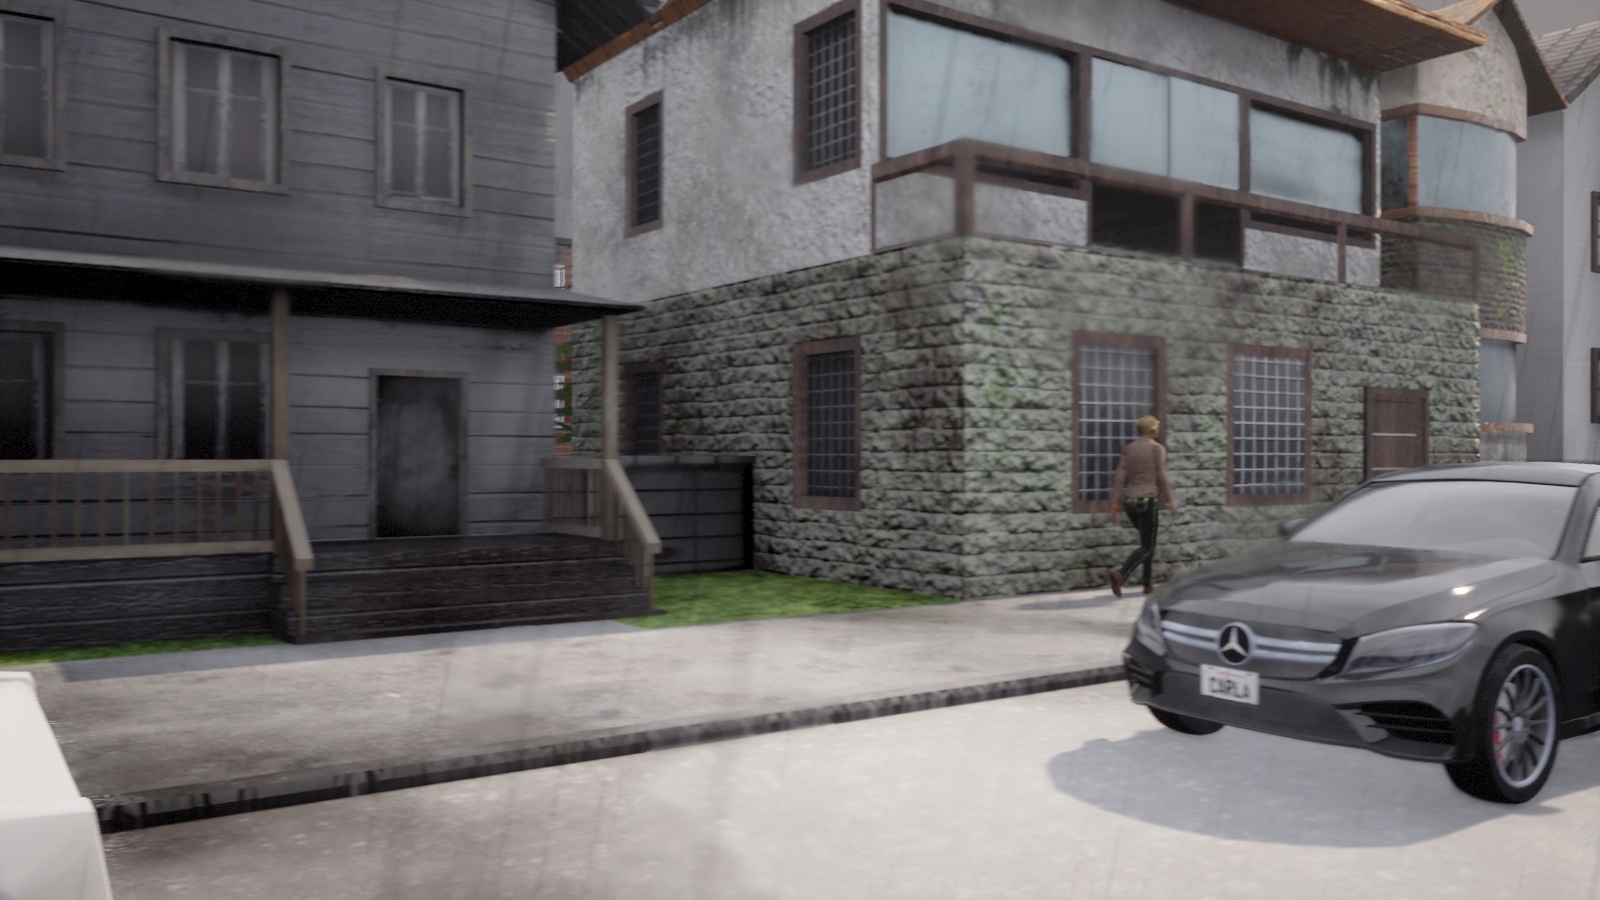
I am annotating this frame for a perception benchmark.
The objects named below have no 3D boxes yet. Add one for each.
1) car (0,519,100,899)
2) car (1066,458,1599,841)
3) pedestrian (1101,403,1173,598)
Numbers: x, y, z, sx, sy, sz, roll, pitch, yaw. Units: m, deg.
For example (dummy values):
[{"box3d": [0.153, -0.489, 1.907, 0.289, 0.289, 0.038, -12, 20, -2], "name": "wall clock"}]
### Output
[{"box3d": [-3.727, 0.857, 1.674, 4.718, 1.301, 1.895, 0, 0, -35], "name": "car"}, {"box3d": [3.773, 0.779, 6.894, 4.674, 1.442, 1.812, 0, 0, -35], "name": "car"}, {"box3d": [3.273, 0.477, 12.188, 0.634, 1.846, 0.331, 0, 0, -34], "name": "pedestrian"}]
